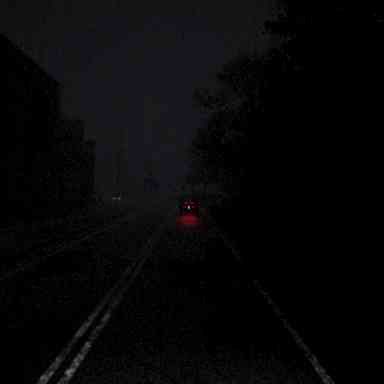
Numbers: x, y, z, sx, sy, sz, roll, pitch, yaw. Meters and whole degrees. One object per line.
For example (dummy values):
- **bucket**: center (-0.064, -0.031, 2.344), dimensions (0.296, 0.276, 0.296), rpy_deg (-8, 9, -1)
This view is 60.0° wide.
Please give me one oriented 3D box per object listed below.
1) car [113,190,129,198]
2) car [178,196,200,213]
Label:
- **car**: center (-15.013, 0.393, 70.131), dimensions (2.128, 1.511, 4.902), rpy_deg (0, 1, 12)
- **car**: center (-0.315, 1.215, 33.086), dimensions (1.837, 1.490, 4.892), rpy_deg (0, -1, -1)
